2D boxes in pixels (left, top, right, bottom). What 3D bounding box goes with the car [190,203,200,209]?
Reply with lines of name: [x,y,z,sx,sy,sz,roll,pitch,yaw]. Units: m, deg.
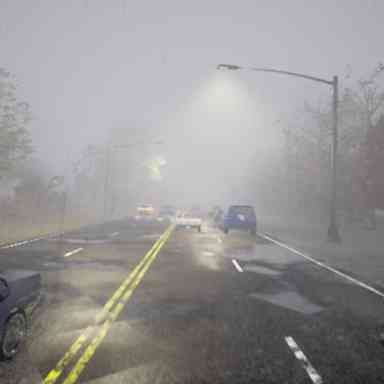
car: [0.593,3.173,67.749,2.033,1.411,5.357,0,-1,0]

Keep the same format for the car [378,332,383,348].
car: [3.275,1.729,2.045,1.895,1.301,4.718,2,-1,0]

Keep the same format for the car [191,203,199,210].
car: [0.821,3.419,79.271,1.812,1.442,4.674,1,-1,2]

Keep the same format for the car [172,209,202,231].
car: [-0.195,2.265,26.015,1.895,1.301,4.718,2,-1,1]

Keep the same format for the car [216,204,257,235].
car: [3.230,1.905,24.045,2.150,2.045,5.566,2,-2,0]

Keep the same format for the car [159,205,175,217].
car: [-3.267,2.492,44.166,1.882,1.535,5.008,2,-1,1]

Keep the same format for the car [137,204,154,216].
car: [-6.485,2.463,46.619,1.882,1.535,5.008,2,-1,1]

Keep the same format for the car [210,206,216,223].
car: [3.245,2.475,34.969,1.812,1.442,4.674,2,-2,0]

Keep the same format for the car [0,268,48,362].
car: [-3.338,1.564,3.312,2.033,1.411,5.357,2,-1,0]
